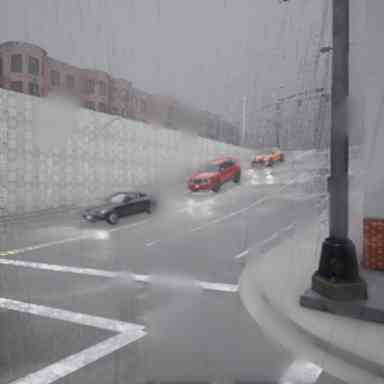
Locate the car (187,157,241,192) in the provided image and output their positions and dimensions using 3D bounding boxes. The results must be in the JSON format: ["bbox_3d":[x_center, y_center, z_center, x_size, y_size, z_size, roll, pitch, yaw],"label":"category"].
[{"bbox_3d":[1.828,-1.389,25.754,2.150,2.045,5.566,0,14,34],"label":"car"}]

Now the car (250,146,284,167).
[{"bbox_3d":[7.619,-3.683,33.862,2.097,1.767,4.553,1,14,35],"label":"car"}]

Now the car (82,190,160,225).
[{"bbox_3d":[-3.681,0.690,17.950,1.812,1.442,4.674,1,7,35],"label":"car"}]
